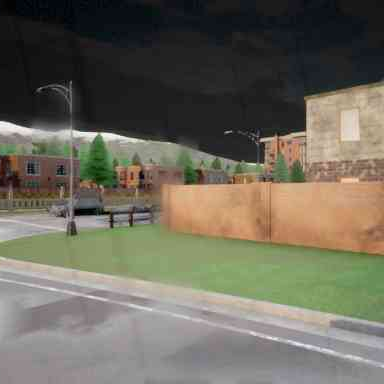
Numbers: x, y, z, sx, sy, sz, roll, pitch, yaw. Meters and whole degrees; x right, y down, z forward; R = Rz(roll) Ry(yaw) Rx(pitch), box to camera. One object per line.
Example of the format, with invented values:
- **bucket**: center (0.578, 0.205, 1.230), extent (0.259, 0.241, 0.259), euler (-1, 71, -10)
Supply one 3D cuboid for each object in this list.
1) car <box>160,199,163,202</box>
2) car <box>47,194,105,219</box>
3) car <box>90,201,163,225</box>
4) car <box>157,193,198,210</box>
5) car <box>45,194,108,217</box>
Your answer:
- **car**: center (-2.668, 1.563, 37.254), extent (1.994, 1.385, 4.181), euler (0, 0, 41)
- **car**: center (-9.956, 1.352, 29.010), extent (2.097, 1.767, 4.553), euler (0, 0, 41)
- **car**: center (-4.664, 1.601, 24.428), extent (1.895, 1.301, 4.718), euler (0, 0, 41)
- **car**: center (-1.792, 1.224, 43.532), extent (2.150, 2.045, 5.566), euler (0, 0, 41)
- **car**: center (-11.277, 1.220, 32.804), extent (2.150, 2.045, 5.566), euler (0, 0, 41)
